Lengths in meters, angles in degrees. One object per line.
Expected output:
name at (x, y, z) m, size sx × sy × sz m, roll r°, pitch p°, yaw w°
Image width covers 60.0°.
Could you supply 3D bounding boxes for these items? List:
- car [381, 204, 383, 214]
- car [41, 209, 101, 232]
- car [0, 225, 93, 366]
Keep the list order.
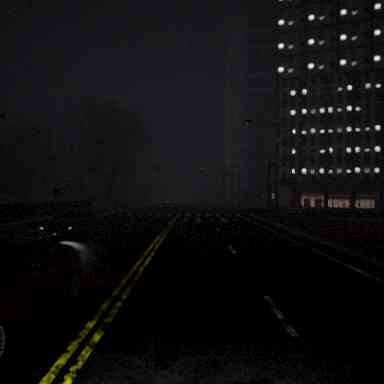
car at (23.045, 1.872, 35.556) m, size 5.009 × 1.841 × 2.192 m, roll 0°, pitch 1°, yaw 20°
car at (-6.577, 1.661, 18.605) m, size 2.033 × 1.411 × 5.357 m, roll 0°, pitch 0°, yaw 0°
car at (-3.345, 1.559, 5.677) m, size 1.812 × 1.442 × 4.674 m, roll 0°, pitch 0°, yaw 0°
